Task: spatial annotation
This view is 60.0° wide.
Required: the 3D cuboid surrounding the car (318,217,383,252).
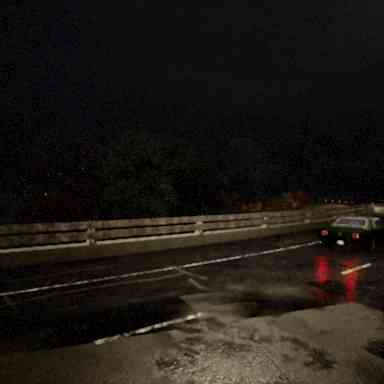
[{"bbox_3d":[7.527,1.739,14.758,4.718,1.301,1.895,1,0,-43],"label":"car"}]
